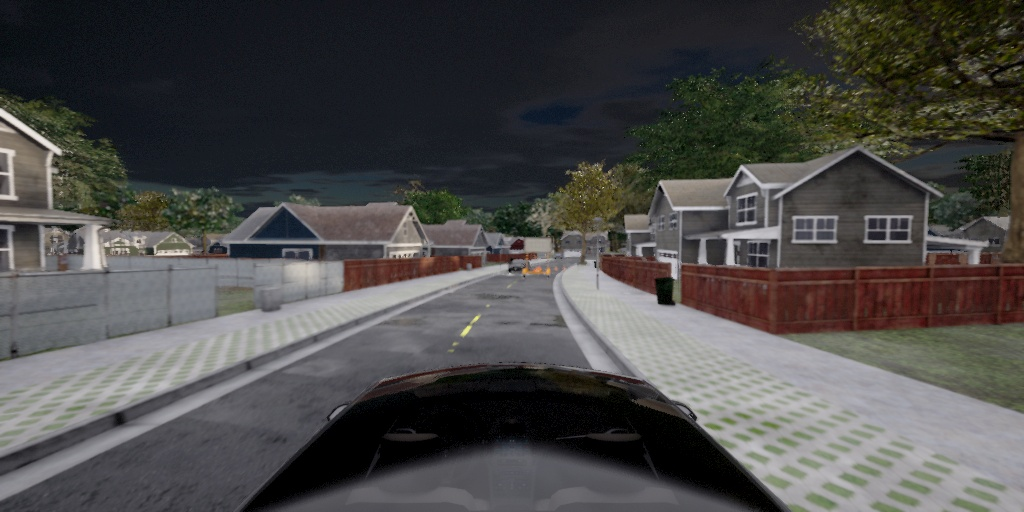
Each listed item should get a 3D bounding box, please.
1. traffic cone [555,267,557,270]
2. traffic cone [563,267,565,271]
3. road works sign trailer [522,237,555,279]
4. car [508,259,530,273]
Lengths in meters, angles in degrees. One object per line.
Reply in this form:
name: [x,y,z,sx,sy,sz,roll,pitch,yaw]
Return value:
traffic cone: [5.376,1.484,43.889,0.340,0.580,0.340,0,0,10]
traffic cone: [6.343,1.495,43.721,0.340,0.580,0.340,0,0,12]
road works sign trailer: [2.242,0.105,31.286,2.380,3.560,2.880,0,0,12]
car: [0.813,1.060,38.708,1.837,1.490,4.892,1,0,11]
